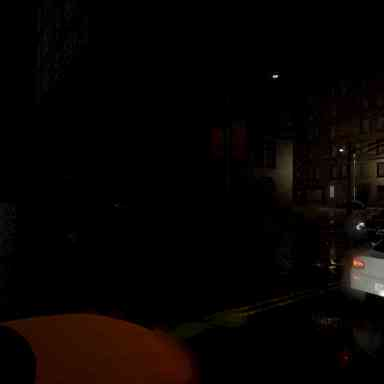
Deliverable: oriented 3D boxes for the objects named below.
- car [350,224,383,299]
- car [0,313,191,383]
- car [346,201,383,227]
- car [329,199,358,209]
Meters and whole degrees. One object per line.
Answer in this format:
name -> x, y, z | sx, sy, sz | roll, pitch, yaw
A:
car -> 5.238, 1.529, 7.173 | 4.674, 1.442, 1.812 | 0, 0, -35
car -> -2.264, 1.477, 1.828 | 5.008, 1.535, 1.882 | 0, 0, -35
car -> 8.711, 1.357, 13.639 | 4.553, 1.767, 2.097 | 0, 0, -33
car -> 19.604, 1.575, 41.939 | 1.994, 1.385, 4.181 | 1, 0, -36
